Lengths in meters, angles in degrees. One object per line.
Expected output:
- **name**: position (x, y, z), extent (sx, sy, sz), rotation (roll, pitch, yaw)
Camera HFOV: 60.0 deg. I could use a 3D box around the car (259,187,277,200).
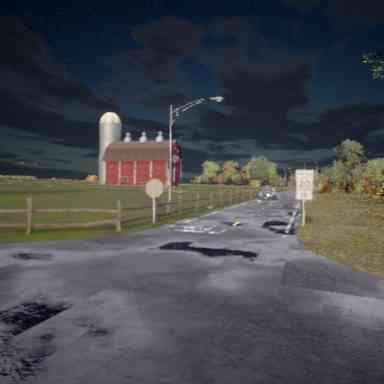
- **car**: position (10.436, 0.179, 45.563), extent (2.097, 1.767, 4.553), rotation (2, 2, 19)
